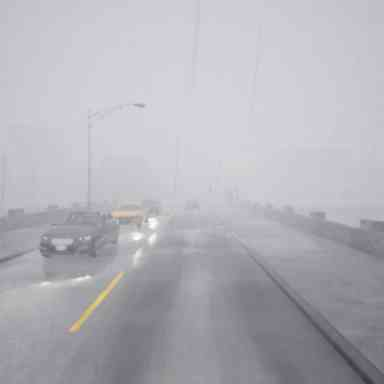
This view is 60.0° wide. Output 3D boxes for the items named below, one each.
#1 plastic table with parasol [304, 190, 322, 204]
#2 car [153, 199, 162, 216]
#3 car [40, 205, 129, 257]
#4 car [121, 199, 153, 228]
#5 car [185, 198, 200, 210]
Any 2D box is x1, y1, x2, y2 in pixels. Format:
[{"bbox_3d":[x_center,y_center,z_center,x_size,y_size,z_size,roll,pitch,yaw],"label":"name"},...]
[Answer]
[{"bbox_3d":[22.532,0.888,62.200,2.482,2.480,2.482,0,0,0],"label":"plastic table with parasol"},{"bbox_3d":[-4.051,1.471,32.672,2.128,1.511,4.902,0,0,0],"label":"car"},{"bbox_3d":[-4.095,1.483,12.855,2.128,1.511,4.902,0,0,0],"label":"car"},{"bbox_3d":[-4.085,1.464,22.402,1.882,1.535,5.008,0,0,0],"label":"car"},{"bbox_3d":[0.092,1.521,41.973,2.033,1.411,5.357,0,0,0],"label":"car"}]
